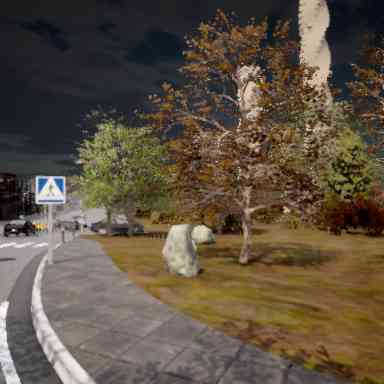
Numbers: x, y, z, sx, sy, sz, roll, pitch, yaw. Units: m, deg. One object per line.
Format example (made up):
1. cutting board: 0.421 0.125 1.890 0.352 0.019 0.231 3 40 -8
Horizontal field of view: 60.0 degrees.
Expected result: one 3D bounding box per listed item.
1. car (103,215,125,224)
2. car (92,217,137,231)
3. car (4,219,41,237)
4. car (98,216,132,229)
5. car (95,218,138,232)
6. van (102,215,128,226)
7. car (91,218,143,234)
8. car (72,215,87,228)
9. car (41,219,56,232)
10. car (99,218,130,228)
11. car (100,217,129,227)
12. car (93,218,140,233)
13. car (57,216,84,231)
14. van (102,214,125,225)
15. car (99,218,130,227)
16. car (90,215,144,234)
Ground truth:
1. car: -16.676 5.895 71.017 4.553 1.767 2.185 0 -3 -14
2. car: -9.689 4.017 41.588 5.366 1.575 1.946 0 -4 -14
3. car: -15.792 3.300 30.818 1.882 1.535 5.008 0 -5 -14
4. car: -10.846 4.294 46.965 4.553 1.767 2.185 0 -4 -14
5. car: -8.825 3.848 38.963 4.792 1.488 2.163 0 -4 -14
6. van: -13.975 5.123 60.358 4.442 1.987 1.878 0 -4 -14
7. car: -7.553 3.401 33.627 5.008 1.535 2.097 0 -4 -14
8. car: -17.753 4.587 52.013 2.150 2.045 5.566 0 -4 -14
9. car: -18.320 4.063 40.665 1.882 1.535 5.008 0 -4 -14
10. car: -12.121 4.840 52.305 4.674 1.452 2.002 0 -4 -14
11. car: -13.403 5.197 57.653 4.792 1.488 2.163 0 -4 -14
12. car: -8.195 3.611 36.296 4.892 1.521 2.231 0 -4 -14
13. car: -15.360 4.152 42.243 2.128 1.511 4.902 0 -4 -14
14. van: -16.165 5.635 68.319 4.442 1.987 1.878 0 -3 -14
15. car: -12.807 5.017 54.971 4.792 1.488 2.163 0 -4 -14
16. car: -6.900 3.190 30.958 4.892 1.521 2.231 0 -5 -14
